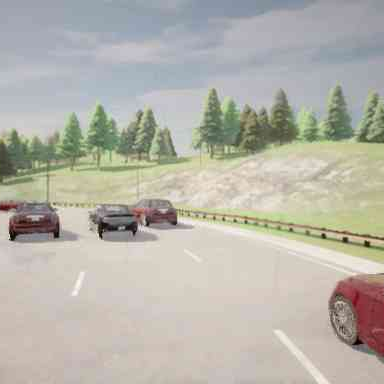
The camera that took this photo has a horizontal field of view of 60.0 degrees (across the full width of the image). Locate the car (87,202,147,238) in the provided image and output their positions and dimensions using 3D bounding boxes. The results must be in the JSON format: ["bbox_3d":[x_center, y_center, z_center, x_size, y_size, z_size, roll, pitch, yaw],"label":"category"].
[{"bbox_3d":[-4.182,1.375,17.073,2.128,1.511,4.902,0,0,-25],"label":"car"}]

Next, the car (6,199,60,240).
[{"bbox_3d":[-7.962,1.238,16.807,2.097,1.767,4.553,0,0,-26],"label":"car"}]

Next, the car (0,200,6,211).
[{"bbox_3d":[-17.898,1.376,33.277,4.718,1.301,1.895,0,0,36],"label":"car"}]

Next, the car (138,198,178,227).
[{"bbox_3d":[-2.722,1.204,21.622,2.097,1.767,4.553,0,0,-29],"label":"car"}]

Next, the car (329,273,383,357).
[{"bbox_3d":[3.232,1.501,3.391,1.812,1.442,4.674,0,0,-5],"label":"car"}]
